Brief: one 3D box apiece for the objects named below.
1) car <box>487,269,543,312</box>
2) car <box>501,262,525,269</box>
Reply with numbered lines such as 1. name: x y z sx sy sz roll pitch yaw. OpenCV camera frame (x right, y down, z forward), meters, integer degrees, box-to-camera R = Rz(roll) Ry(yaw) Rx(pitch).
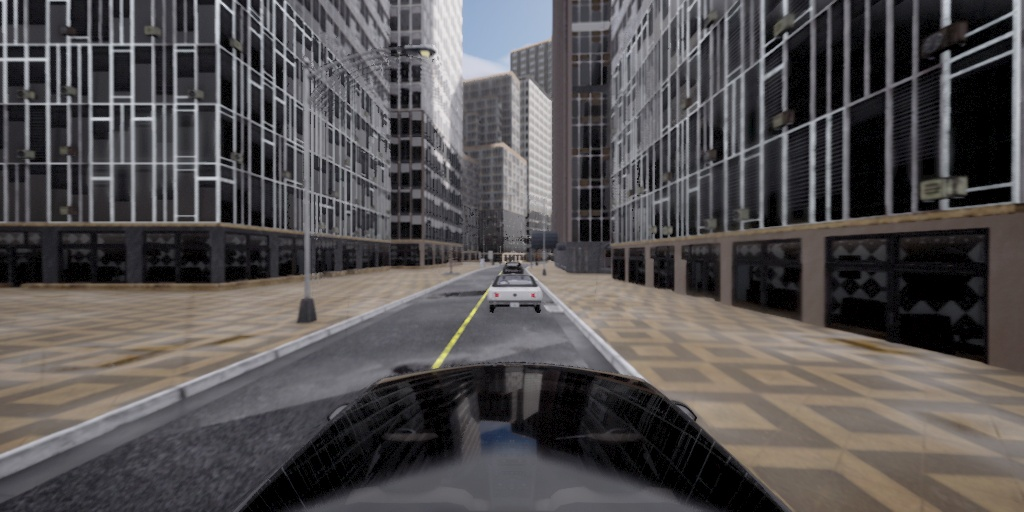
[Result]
1. car: 0.102 1.352 14.240 1.895 1.301 4.718 0 0 0
2. car: 0.102 1.266 32.108 1.837 1.490 4.892 0 0 0
